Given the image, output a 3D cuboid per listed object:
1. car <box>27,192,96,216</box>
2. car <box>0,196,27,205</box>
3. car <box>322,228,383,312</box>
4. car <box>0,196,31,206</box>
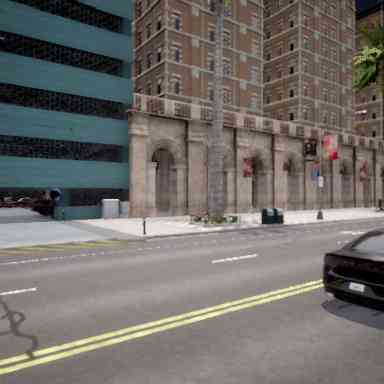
[{"bbox_3d":[-11.543,1.055,30.389,5.566,2.045,2.435,0,0,-35],"label":"car"},{"bbox_3d":[-22.896,1.486,45.017,4.718,1.301,1.895,0,0,-35],"label":"car"},{"bbox_3d":[4.889,1.504,7.213,5.008,1.535,1.882,0,0,-35],"label":"car"},{"bbox_3d":[-29.249,1.437,54.733,4.786,1.482,2.161,0,0,-35],"label":"car"}]
